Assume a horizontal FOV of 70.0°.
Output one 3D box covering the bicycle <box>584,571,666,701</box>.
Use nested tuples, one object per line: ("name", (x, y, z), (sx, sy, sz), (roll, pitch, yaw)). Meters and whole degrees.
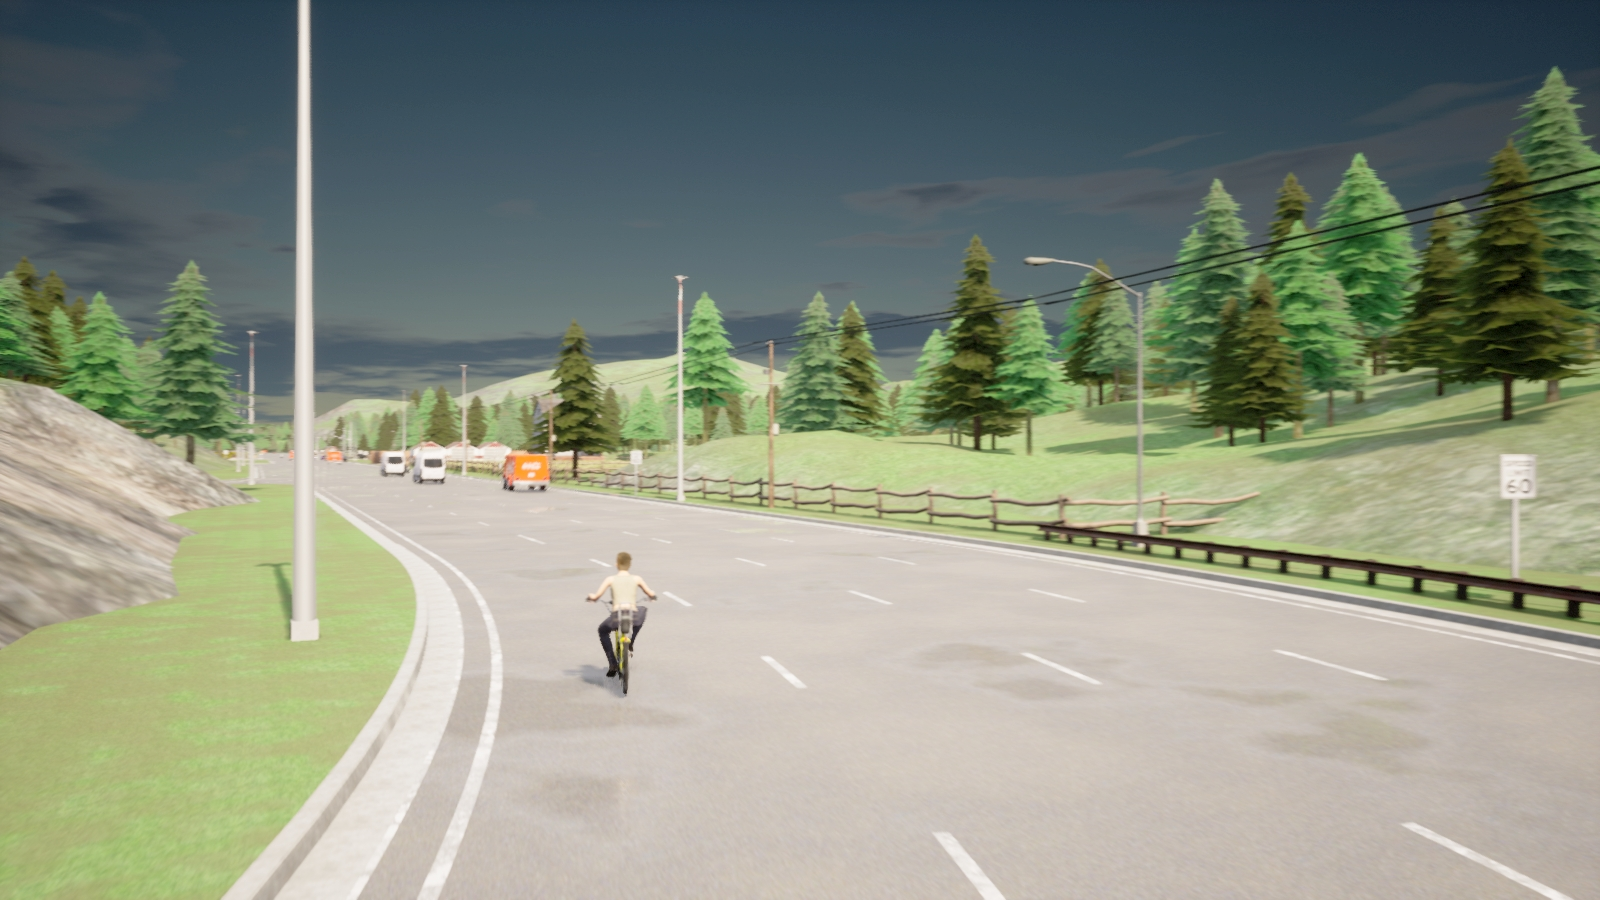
("bicycle", (-2.093, 2.152, 13.499), (0.859, 1.276, 1.487), (0, 0, -12))
